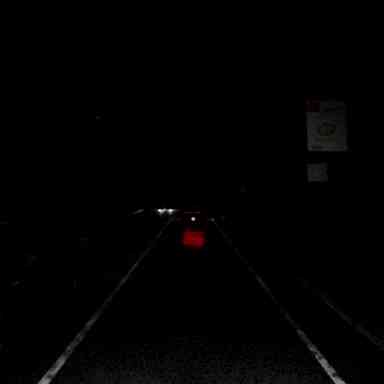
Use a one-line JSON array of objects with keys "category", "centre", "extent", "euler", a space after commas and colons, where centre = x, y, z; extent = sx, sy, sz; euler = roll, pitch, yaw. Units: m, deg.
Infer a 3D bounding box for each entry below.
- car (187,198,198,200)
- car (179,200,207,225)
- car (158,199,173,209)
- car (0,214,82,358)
[{"category": "car", "centre": [0.076, 1.474, 41.625], "extent": [2.097, 1.767, 4.553], "euler": [0, 0, 0]}, {"category": "car", "centre": [0.085, 1.578, 24.909], "extent": [1.837, 1.490, 4.892], "euler": [0, 0, 0]}, {"category": "car", "centre": [-3.620, 1.685, 46.922], "extent": [2.033, 1.411, 5.357], "euler": [0, 0, 0]}, {"category": "car", "centre": [-3.603, 1.370, 5.854], "extent": [2.097, 1.767, 4.553], "euler": [0, 0, 0]}]
